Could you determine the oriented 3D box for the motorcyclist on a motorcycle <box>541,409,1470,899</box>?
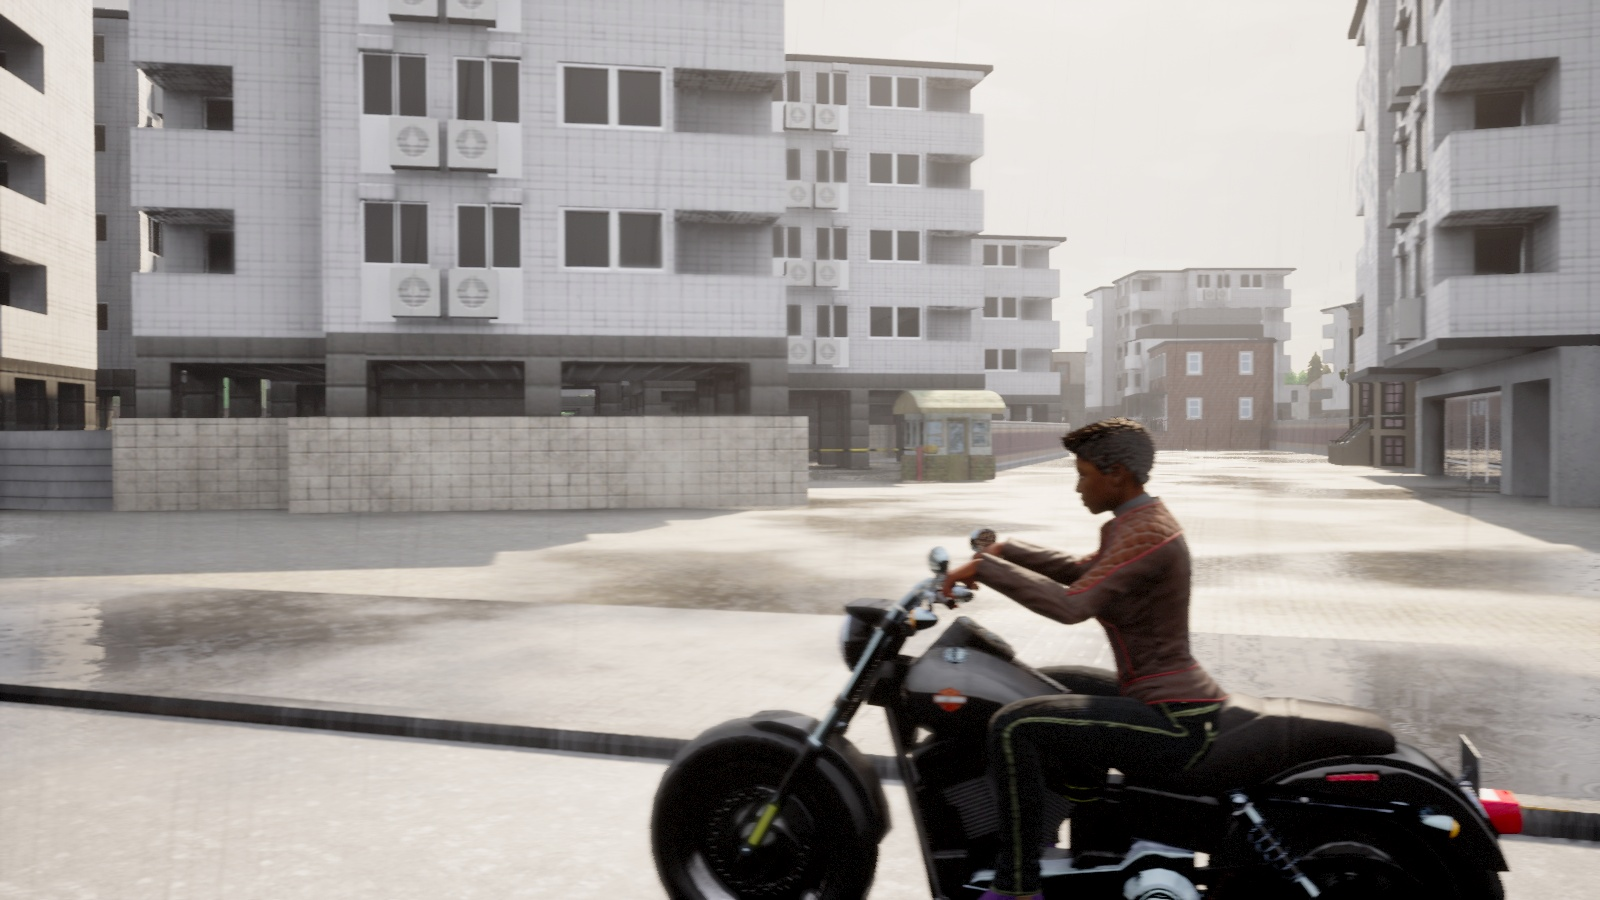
[{"bbox_3d":[0.502,0.722,3.552,2.350,1.649,0.766,0,1,19],"label":"motorcyclist on a motorcycle"}]
